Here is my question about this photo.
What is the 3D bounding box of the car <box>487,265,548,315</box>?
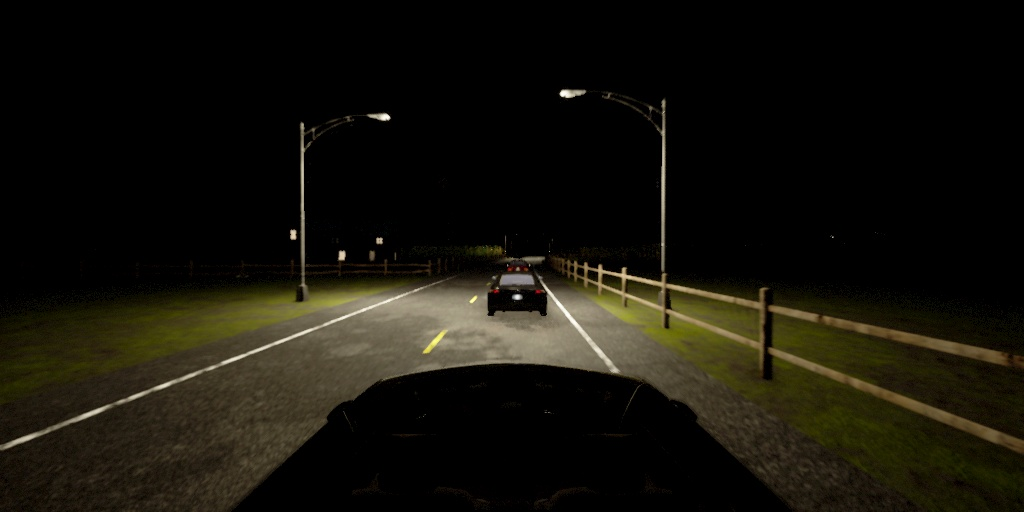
[{"bbox_3d":[0.186,1.203,12.931,1.994,1.385,4.181,0,1,1],"label":"car"}]

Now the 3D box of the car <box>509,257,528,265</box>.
[{"bbox_3d":[0.528,1.014,29.649,2.033,1.411,5.357,0,1,2],"label":"car"}]
